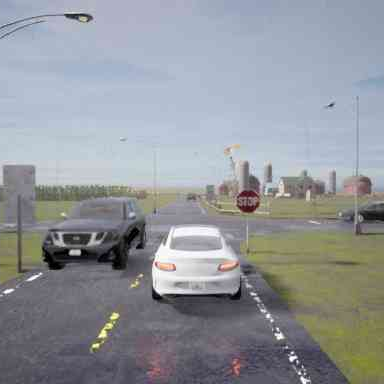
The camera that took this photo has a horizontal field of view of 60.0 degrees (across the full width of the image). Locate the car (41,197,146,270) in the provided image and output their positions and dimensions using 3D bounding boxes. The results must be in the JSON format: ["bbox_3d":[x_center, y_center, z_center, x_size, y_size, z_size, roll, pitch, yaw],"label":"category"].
[{"bbox_3d":[-2.979,1.218,11.402,2.150,2.045,5.566,0,0,1],"label":"car"}]

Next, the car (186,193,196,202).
[{"bbox_3d":[-0.164,1.228,78.657,2.150,2.045,5.566,0,0,0],"label":"car"}]

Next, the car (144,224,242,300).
[{"bbox_3d":[0.084,1.524,8.257,1.812,1.442,4.674,0,0,0],"label":"car"}]

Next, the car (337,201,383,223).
[{"bbox_3d":[13.205,1.475,24.367,4.892,1.490,1.837,0,1,-3],"label":"car"}]
